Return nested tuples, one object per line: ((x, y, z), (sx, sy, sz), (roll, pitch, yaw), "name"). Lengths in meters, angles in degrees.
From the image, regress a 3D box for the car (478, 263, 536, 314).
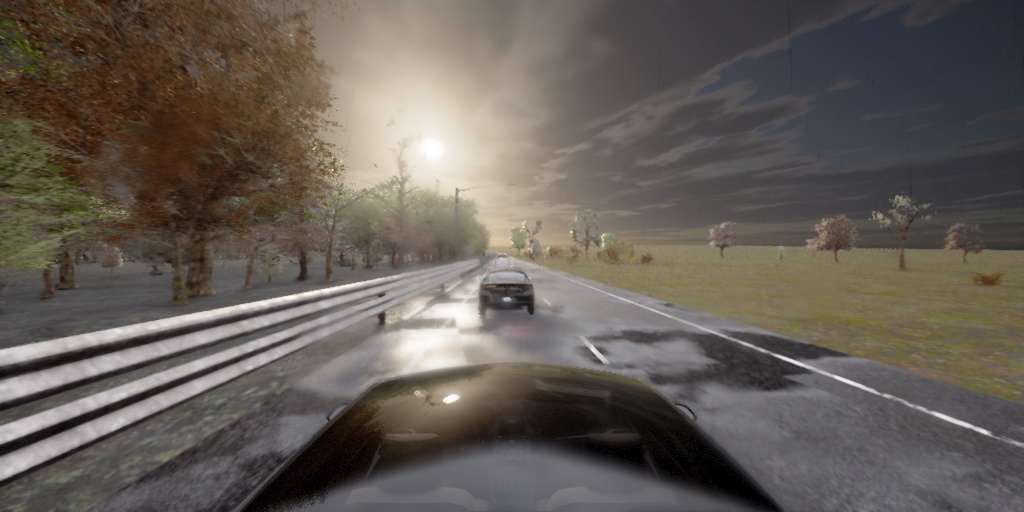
((-0.217, 1.190, 13.552), (1.882, 1.535, 5.008), (0, 0, -2), "car")

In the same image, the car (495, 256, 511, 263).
((-1.122, 1.075, 43.138), (1.812, 1.442, 4.674), (0, 0, -2), "car")
